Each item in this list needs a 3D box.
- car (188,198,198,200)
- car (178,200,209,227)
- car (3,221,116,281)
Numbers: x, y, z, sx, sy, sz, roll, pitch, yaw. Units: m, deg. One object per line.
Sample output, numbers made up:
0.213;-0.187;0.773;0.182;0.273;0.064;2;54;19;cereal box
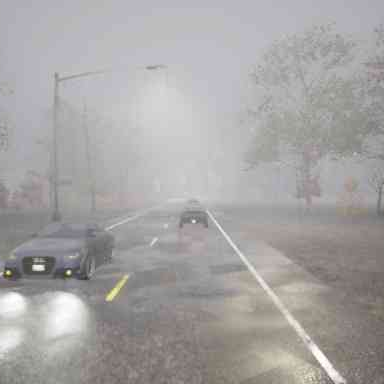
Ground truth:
0.120;1.568;47.961;1.837;1.490;4.892;0;0;0;car
0.109;1.536;22.950;1.837;1.490;4.892;0;0;0;car
-3.587;1.577;9.765;1.994;1.385;4.181;0;0;0;car
